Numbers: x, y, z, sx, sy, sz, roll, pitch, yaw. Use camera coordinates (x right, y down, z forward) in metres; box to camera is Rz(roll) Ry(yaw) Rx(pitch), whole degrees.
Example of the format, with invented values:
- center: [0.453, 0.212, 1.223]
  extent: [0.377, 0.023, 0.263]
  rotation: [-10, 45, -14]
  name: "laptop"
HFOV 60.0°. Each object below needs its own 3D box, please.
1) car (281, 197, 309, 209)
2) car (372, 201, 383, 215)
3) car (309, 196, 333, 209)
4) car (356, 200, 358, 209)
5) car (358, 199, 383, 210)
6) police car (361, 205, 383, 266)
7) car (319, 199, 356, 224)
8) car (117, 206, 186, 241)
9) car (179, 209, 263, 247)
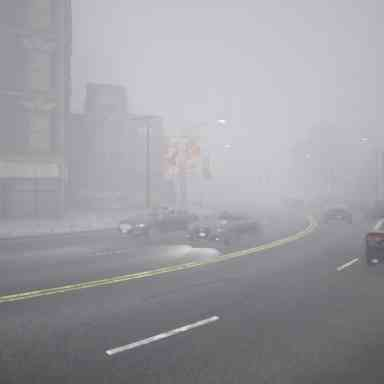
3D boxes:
- center: [13.207, 1.473, 43.859]
  extent: [1.837, 1.490, 4.892]
  rotation: [0, 0, -3]
  name: "car"
- center: [19.580, 1.577, 32.800]
  extent: [1.895, 1.301, 4.718]
  rotation: [0, 0, 11]
  name: "car"
- center: [16.723, 1.323, 42.846]
  extent: [2.097, 1.767, 4.553]
  rotation: [0, 0, -2]
  name: "car"
- center: [19.943, 1.497, 38.519]
  extent: [2.002, 1.452, 4.674]
  rotation: [0, 0, 1]
  name: "car"
- center: [14.737, 1.338, 25.972]
  extent: [2.097, 1.767, 4.553]
  rotation: [0, 0, 17]
  name: "car"
- center: [7.092, 1.419, 10.843]
  extent: [1.930, 1.638, 5.238]
  rotation: [0, 0, 39]
  name: "police car"
- center: [10.822, 1.510, 24.985]
  extent: [1.812, 1.442, 4.674]
  rotation: [0, 0, 19]
  name: "car"
- center: [-1.528, 1.476, 16.827]
  extent: [2.128, 1.511, 4.902]
  rotation: [0, 0, 38]
  name: "car"
- center: [1.615, 1.552, 15.243]
  extent: [1.994, 1.385, 4.181]
  rotation: [0, 0, 37]
  name: "car"
